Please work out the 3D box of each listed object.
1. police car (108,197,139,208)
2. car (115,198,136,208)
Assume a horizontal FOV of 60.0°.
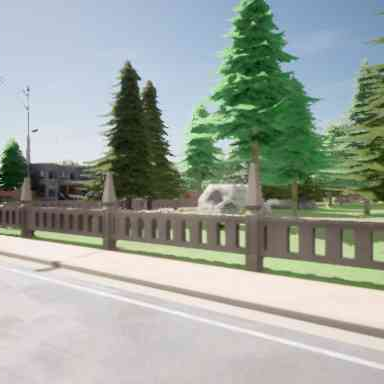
[{"bbox_3d":[-11.170,1.685,54.691,2.038,1.542,4.974,0,0,35],"label":"police car"},{"bbox_3d":[-9.856,1.676,50.514,1.837,1.490,4.892,0,-1,36],"label":"car"}]
